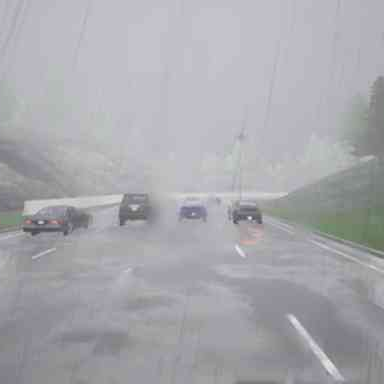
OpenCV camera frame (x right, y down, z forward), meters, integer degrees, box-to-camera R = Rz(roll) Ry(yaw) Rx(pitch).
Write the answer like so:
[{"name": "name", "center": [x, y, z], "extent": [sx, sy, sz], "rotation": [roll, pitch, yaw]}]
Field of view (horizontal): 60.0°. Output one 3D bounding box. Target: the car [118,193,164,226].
[{"name": "car", "center": [-3.398, 1.073, 22.299], "extent": [2.150, 2.045, 5.566], "rotation": [0, 0, 0]}]

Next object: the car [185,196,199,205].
[{"name": "car", "center": [0.103, 1.252, 52.485], "extent": [1.895, 1.301, 4.718], "rotation": [0, 0, 4]}]

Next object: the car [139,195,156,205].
[{"name": "car", "center": [-6.966, 1.179, 52.251], "extent": [1.812, 1.442, 4.674], "rotation": [0, 0, 2]}]

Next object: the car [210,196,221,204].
[{"name": "car", "center": [3.564, 1.255, 52.086], "extent": [1.895, 1.301, 4.718], "rotation": [0, 0, 3]}]

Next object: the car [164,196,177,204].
[{"name": "car", "center": [-3.439, 1.252, 52.497], "extent": [1.895, 1.301, 4.718], "rotation": [0, 0, 3]}]

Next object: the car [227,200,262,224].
[{"name": "car", "center": [3.601, 1.350, 23.158], "extent": [1.837, 1.490, 4.892], "rotation": [0, 0, 0]}]

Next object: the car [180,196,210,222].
[{"name": "car", "center": [0.103, 1.313, 24.673], "extent": [1.882, 1.535, 5.008], "rotation": [0, 0, 0]}]

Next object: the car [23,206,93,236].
[{"name": "car", "center": [-6.898, 1.429, 17.695], "extent": [2.033, 1.411, 5.357], "rotation": [0, 0, 0]}]
